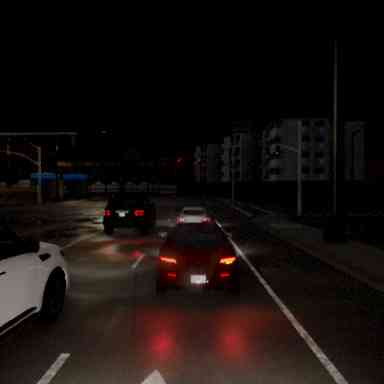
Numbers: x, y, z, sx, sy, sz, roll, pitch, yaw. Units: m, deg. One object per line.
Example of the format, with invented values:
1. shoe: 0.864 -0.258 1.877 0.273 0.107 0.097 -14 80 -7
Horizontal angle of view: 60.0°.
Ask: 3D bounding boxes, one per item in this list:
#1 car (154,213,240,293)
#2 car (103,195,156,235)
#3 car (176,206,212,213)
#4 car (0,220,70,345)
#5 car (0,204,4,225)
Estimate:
1. car: 0.121 1.517 8.743 1.812 1.442 4.674 0 0 0
2. car: -3.352 1.169 18.664 2.150 2.045 5.566 0 0 0
3. car: 0.115 1.480 18.035 1.812 1.442 4.674 0 0 1
4. car: -3.389 1.212 3.953 2.150 2.045 5.566 0 -1 0
5. car: -13.960 1.540 20.808 1.994 1.385 4.181 0 0 0
